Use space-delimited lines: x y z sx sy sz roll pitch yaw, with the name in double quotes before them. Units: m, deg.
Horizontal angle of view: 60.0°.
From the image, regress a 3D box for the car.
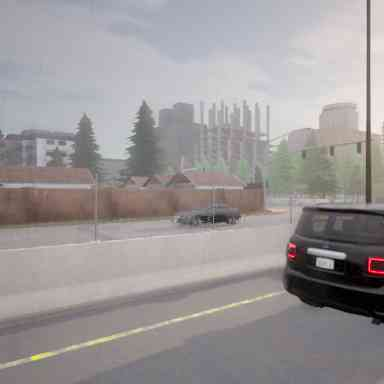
"car" 4.229 1.218 6.741 5.566 2.045 2.150 1 0 -36
